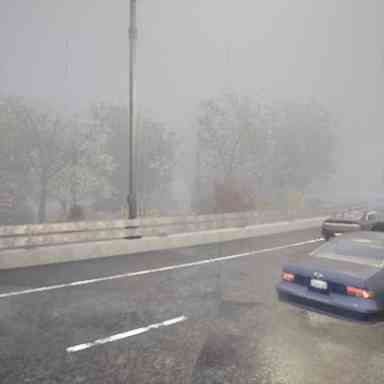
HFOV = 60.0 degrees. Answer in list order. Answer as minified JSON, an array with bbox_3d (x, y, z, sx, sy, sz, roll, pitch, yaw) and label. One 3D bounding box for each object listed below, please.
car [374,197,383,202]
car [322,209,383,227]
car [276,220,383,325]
[{"bbox_3d":[46.875,1.814,82.388,1.994,1.385,4.181,0,0,4],"label":"car"},{"bbox_3d":[7.658,1.541,15.150,4.902,1.511,2.128,0,0,-44],"label":"car"},{"bbox_3d":[4.018,1.571,7.102,5.357,1.411,2.033,0,0,-40],"label":"car"}]
